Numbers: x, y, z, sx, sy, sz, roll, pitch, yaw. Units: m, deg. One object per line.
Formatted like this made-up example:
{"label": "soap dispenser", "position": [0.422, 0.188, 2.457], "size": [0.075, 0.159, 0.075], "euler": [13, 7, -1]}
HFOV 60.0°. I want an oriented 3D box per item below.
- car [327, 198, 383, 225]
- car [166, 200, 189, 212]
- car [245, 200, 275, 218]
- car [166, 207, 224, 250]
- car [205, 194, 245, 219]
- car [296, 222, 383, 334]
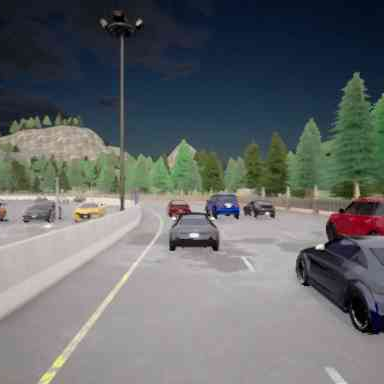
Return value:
{"label": "car", "position": [7.083, 1.222, 12.530], "size": [2.150, 2.045, 5.566], "euler": [0, 0, -1]}
{"label": "car", "position": [-1.393, 1.479, 31.272], "size": [1.882, 1.535, 5.008], "euler": [0, 0, -9]}
{"label": "car", "position": [5.893, 1.506, 29.761], "size": [1.837, 1.490, 4.892], "euler": [0, 0, -8]}
{"label": "car", "position": [0.060, 1.565, 14.262], "size": [1.994, 1.385, 4.181], "euler": [0, 0, -1]}
{"label": "car", "position": [2.543, 1.223, 28.826], "size": [2.150, 2.045, 5.566], "euler": [0, 0, -8]}
{"label": "car", "position": [3.602, 1.564, 6.730], "size": [1.994, 1.385, 4.181], "euler": [0, 0, 0]}
